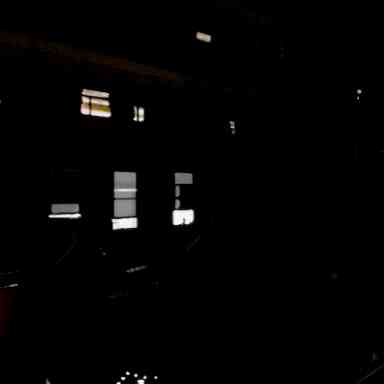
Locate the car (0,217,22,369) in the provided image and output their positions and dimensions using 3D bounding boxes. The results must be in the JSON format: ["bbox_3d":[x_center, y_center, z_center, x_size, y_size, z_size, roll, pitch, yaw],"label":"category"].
[{"bbox_3d":[-3.440,1.317,4.107,5.009,1.841,2.192,0,0,-36],"label":"car"}]

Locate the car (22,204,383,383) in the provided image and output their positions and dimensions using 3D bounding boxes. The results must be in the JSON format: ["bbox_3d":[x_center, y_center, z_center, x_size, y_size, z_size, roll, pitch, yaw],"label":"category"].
[{"bbox_3d":[1.151,1.211,4.197,5.566,2.045,2.150,0,0,-36],"label":"car"}]

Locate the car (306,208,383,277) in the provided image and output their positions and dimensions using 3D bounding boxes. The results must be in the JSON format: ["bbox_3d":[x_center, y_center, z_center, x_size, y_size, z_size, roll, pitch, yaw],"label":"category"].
[{"bbox_3d":[5.758,1.406,10.668,4.097,1.590,1.967,0,0,-36],"label":"car"}]
